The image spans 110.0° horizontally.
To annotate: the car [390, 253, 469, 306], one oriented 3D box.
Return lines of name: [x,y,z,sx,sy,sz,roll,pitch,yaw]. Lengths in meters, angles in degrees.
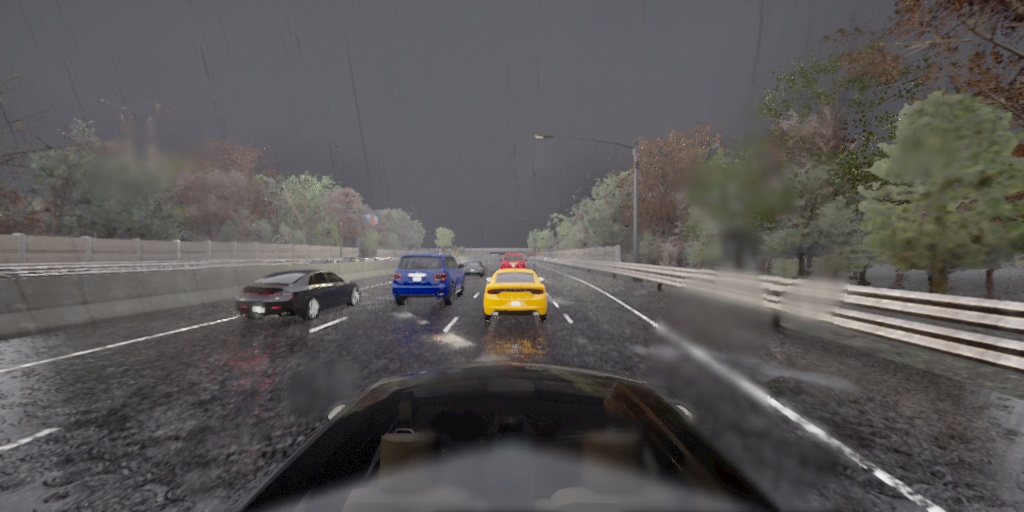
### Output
car: [-3.390,0.908,15.511,2.150,2.045,5.566,0,0,0]

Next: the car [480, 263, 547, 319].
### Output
car: [0.105,1.177,12.529,1.882,1.535,5.008,0,0,0]

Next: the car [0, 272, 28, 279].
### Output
car: [-17.596,1.213,10.831,1.837,1.490,4.892,0,0,0]

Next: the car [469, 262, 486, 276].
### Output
car: [-3.385,1.182,32.617,1.994,1.385,4.181,0,0,0]

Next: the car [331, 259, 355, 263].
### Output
car: [-24.529,1.110,53.253,1.994,1.385,4.181,0,0,0]

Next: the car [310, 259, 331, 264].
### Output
car: [-28.025,1.111,52.977,1.994,1.385,4.181,0,0,1]

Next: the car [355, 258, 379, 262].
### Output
car: [-21.029,1.072,53.346,1.812,1.442,4.674,0,0,0]

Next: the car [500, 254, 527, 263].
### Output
car: [0.113,0.844,31.313,2.150,2.045,5.566,0,0,0]

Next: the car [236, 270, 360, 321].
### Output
car: [-6.896,1.207,12.196,1.837,1.490,4.892,0,0,0]
